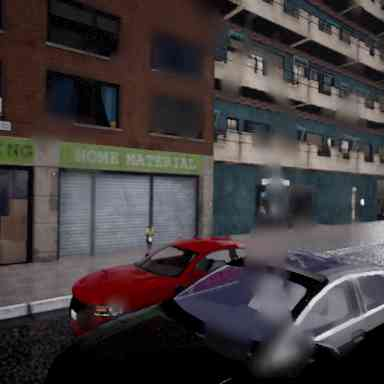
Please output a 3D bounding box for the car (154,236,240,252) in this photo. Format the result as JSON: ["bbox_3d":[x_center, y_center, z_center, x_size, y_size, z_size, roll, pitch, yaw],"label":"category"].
[{"bbox_3d":[0.106,1.557,6.160,4.507,1.381,1.887,0,0,-35],"label":"car"}]

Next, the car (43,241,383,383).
[{"bbox_3d":[0.982,1.501,3.645,4.902,1.511,2.128,0,0,-35],"label":"car"}]
